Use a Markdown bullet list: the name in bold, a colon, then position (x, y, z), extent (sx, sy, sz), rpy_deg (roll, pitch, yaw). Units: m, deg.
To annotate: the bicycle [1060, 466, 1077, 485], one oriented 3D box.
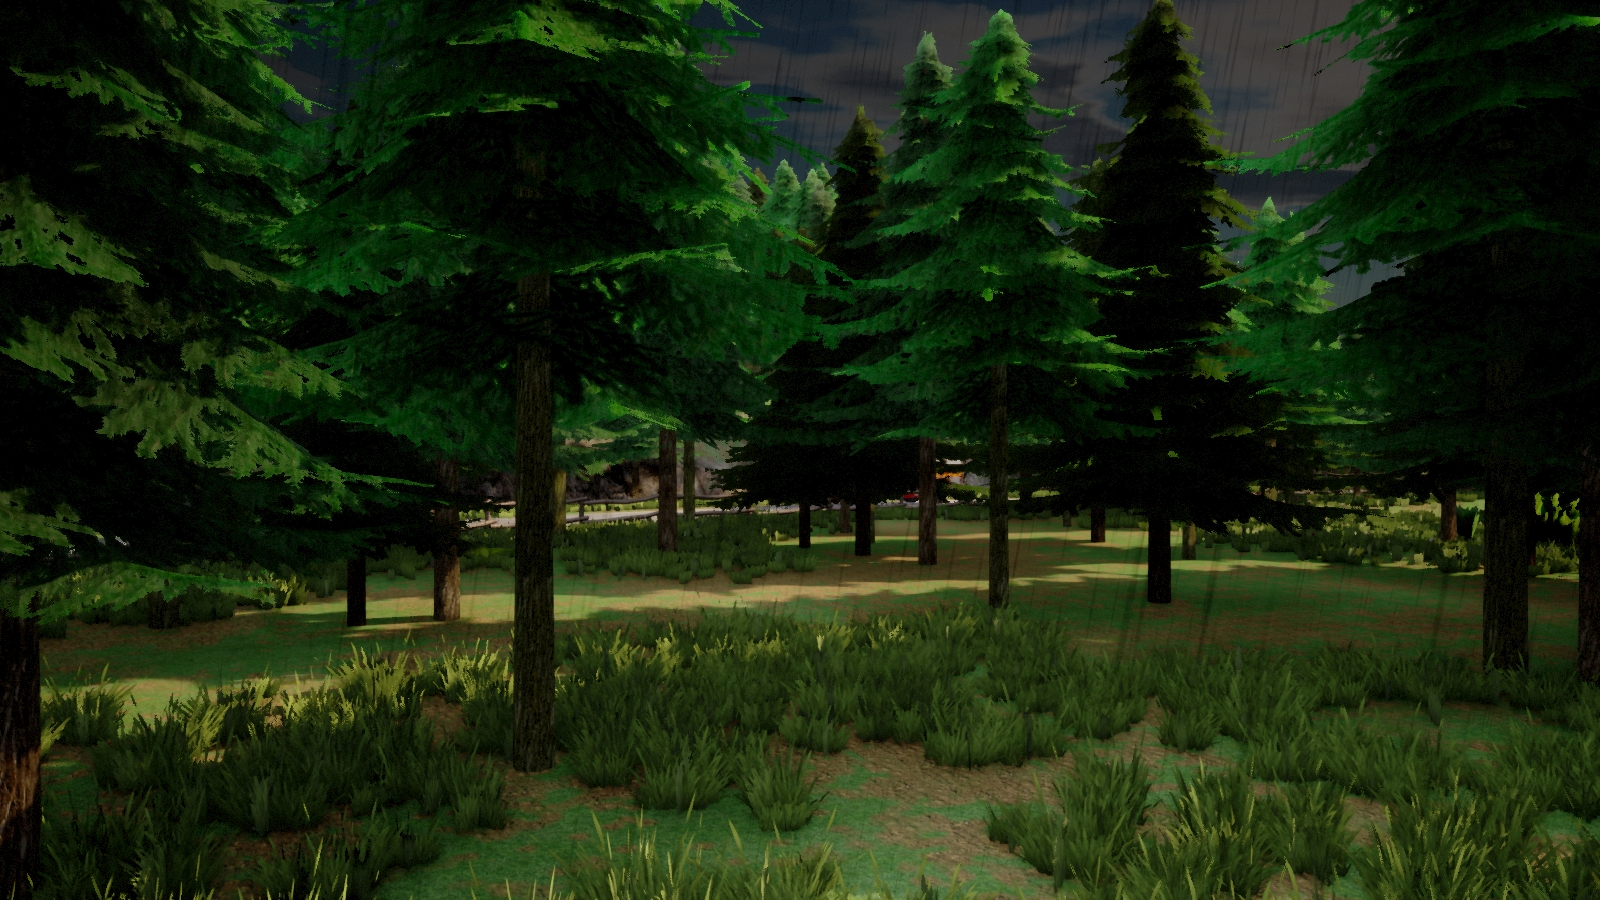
- **bicycle**: position (21.728, 2.060, 92.517), extent (0.329, 1.471, 1.835), rpy_deg (0, 0, -21)
